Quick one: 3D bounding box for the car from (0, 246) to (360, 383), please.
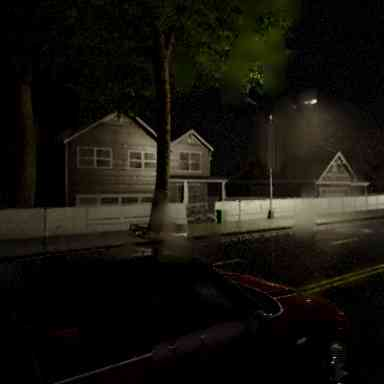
[{"bbox_3d":[-0.398,1.337,3.159,4.553,1.767,2.097,-1,0,-36],"label":"car"}]
